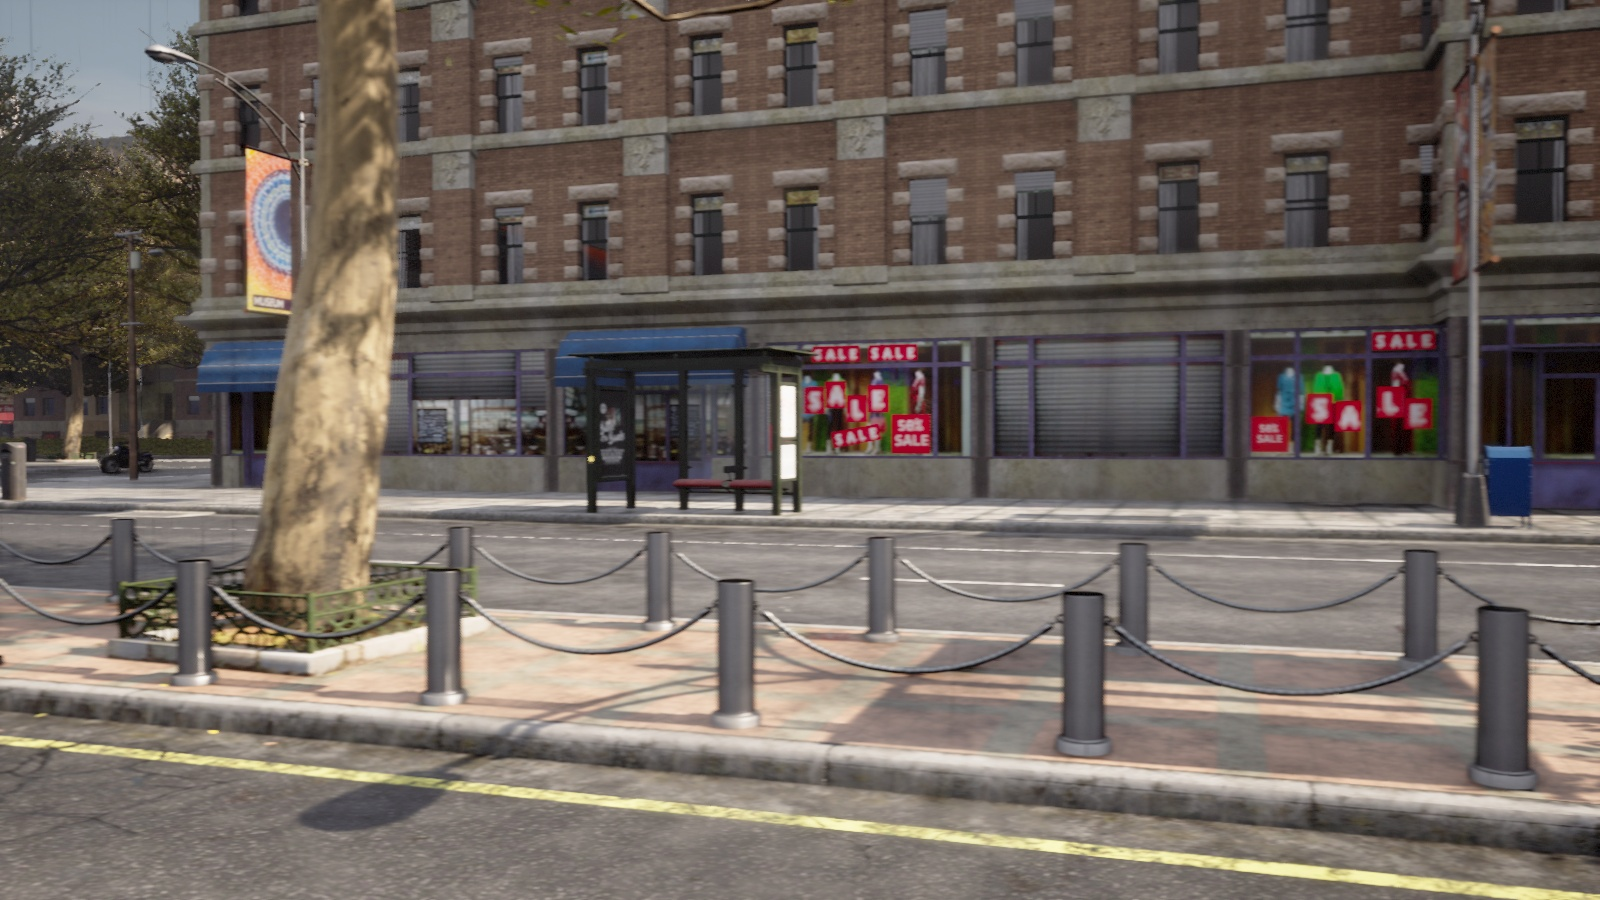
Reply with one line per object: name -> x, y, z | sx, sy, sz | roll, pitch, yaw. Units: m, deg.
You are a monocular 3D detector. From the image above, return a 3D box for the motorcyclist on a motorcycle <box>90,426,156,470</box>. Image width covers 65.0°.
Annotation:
motorcyclist on a motorcycle -> -26.042, -0.096, 48.377 | 0.766, 1.649, 2.350 | 1, 1, 18
